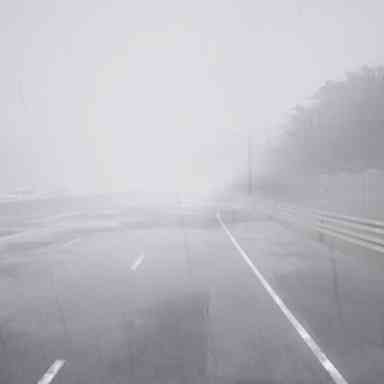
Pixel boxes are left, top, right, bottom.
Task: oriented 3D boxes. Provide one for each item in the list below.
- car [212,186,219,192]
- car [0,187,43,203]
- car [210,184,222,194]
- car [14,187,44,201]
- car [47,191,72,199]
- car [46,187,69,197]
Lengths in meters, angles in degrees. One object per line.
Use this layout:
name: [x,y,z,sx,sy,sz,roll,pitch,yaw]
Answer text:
car: [6.346,-0.781,90.790,1.837,1.490,4.892,0,2,2]
car: [-20.390,0.658,39.592,2.150,2.045,5.566,0,1,2]
car: [5.737,-0.419,76.528,2.097,1.767,4.553,0,2,2]
car: [-26.109,0.296,53.480,2.150,2.045,5.566,0,2,-1]
car: [-16.733,0.902,43.529,1.994,1.385,4.181,0,1,2]
car: [-23.094,0.194,57.650,2.150,2.045,5.566,0,2,2]
